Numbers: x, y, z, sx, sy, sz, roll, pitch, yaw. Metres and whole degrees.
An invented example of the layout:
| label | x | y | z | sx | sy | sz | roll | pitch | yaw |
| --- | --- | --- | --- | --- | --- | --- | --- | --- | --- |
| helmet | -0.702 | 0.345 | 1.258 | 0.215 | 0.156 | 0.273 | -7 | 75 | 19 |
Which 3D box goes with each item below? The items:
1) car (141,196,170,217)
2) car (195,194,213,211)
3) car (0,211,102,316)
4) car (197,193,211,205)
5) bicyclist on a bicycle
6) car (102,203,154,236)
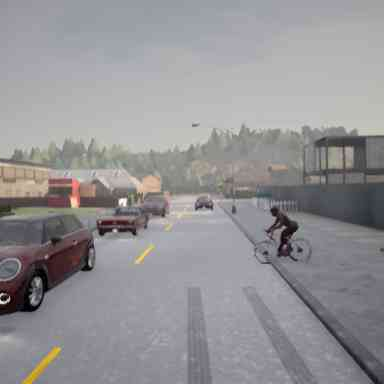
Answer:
| label | x | y | z | sx | sy | sz | roll | pitch | yaw |
| --- | --- | --- | --- | --- | --- | --- | --- | --- | --- |
| car | -3.116 | 1.118 | 27.900 | 2.097 | 1.767 | 4.553 | -1 | 1 | 2 |
| car | 1.304 | 1.250 | 35.345 | 1.895 | 1.301 | 4.718 | -1 | 1 | 2 |
| car | -3.871 | 1.323 | 7.619 | 2.097 | 1.767 | 4.553 | -1 | 1 | 2 |
| car | 1.763 | 0.995 | 48.322 | 1.882 | 1.535 | 5.008 | -1 | 0 | 3 |
| bicyclist on a bicycle | 2.586 | 1.255 | 9.579 | 1.656 | 1.620 | 0.582 | -4 | 0 | 2 |
| car | -3.503 | 1.470 | 17.658 | 1.895 | 1.301 | 4.718 | -1 | 1 | 2 |
